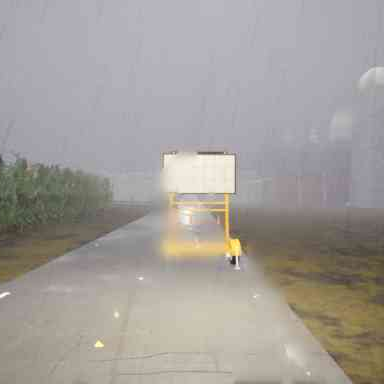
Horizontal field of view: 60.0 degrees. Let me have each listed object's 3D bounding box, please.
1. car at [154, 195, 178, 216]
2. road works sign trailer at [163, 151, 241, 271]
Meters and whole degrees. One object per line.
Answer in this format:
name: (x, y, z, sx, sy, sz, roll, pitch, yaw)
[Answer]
car: (-2.616, 1.317, 34.637, 2.150, 2.045, 5.566, 0, 0, 0)
road works sign trailer: (0.231, 0.471, 11.005, 2.380, 3.560, 2.880, 0, 0, -4)
